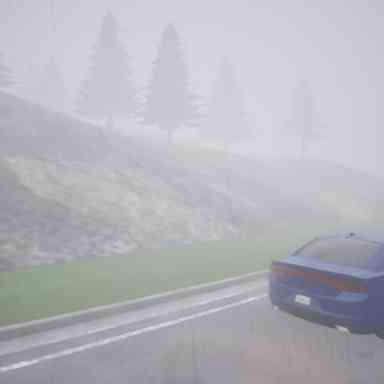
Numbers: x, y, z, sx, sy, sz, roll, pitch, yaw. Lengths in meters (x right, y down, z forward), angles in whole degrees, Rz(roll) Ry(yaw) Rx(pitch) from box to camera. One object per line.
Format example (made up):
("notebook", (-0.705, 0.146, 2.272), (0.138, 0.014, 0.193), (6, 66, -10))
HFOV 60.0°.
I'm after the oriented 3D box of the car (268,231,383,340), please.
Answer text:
("car", (3.615, 1.529, 6.729), (5.008, 1.535, 1.882), (0, 0, -40))
